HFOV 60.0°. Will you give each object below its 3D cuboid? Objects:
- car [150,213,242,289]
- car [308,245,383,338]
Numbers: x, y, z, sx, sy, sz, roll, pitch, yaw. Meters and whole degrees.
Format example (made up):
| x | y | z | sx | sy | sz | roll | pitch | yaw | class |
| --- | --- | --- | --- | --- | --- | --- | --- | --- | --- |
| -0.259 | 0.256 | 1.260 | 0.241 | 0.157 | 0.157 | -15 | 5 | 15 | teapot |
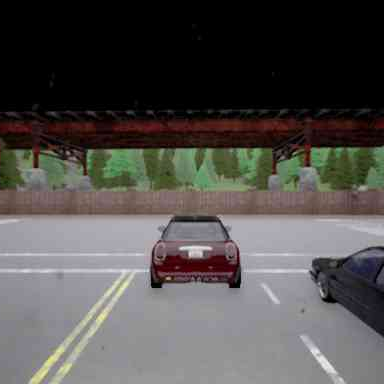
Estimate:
| x | y | z | sx | sy | sz | roll | pitch | yaw | class |
| --- | --- | --- | --- | --- | --- | --- | --- | --- | --- |
| 0.078 | 1.381 | 9.400 | 2.097 | 1.767 | 4.553 | 0 | 0 | 0 | car |
| 3.581 | 1.564 | 5.226 | 2.033 | 1.411 | 5.357 | 0 | 0 | 0 | car |
